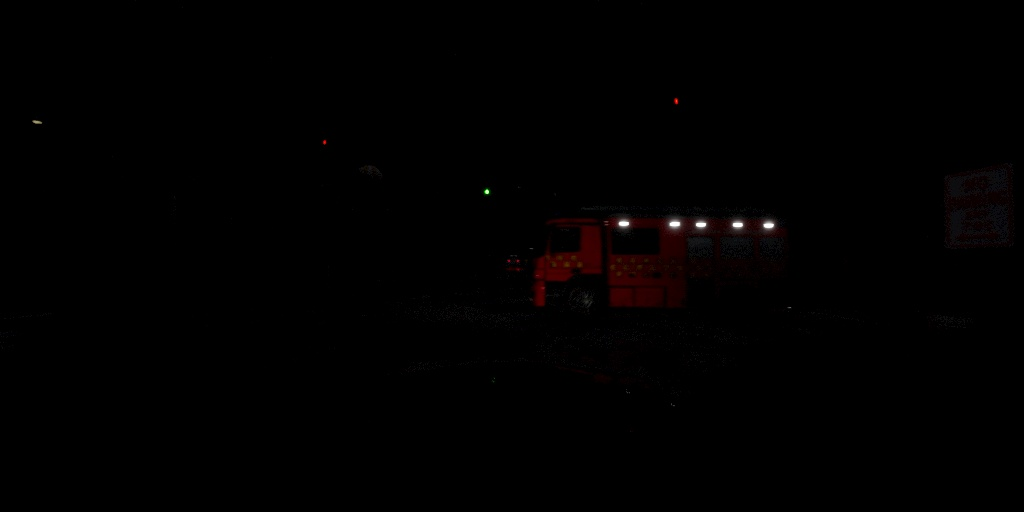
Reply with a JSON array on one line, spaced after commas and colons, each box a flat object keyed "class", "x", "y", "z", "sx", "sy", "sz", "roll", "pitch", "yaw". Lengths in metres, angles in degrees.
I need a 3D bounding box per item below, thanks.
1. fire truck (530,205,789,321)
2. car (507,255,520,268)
[{"class": "fire truck", "x": 4.964, "y": 0.215, "z": 13.147, "sx": 8.468, "sy": 3.827, "sz": 2.891, "roll": 1, "pitch": -1, "yaw": 0}, {"class": "car", "x": 0.263, "y": 1.015, "z": 61.637, "sx": 2.150, "sy": 2.045, "sz": 5.566, "roll": 0, "pitch": 0, "yaw": 0}]
